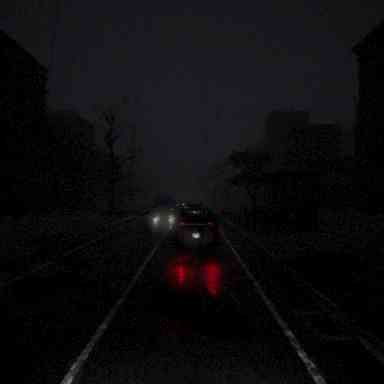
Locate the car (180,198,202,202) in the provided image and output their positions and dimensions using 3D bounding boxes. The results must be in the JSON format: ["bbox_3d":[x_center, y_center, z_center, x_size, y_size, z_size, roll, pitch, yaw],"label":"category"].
[{"bbox_3d":[0.258,1.559,30.509,2.128,1.511,4.902,0,-1,0],"label":"car"}]

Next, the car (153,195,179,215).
[{"bbox_3d":[-2.905,1.338,35.845,2.150,2.045,5.566,0,-1,0],"label":"car"}]

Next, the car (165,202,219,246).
[{"bbox_3d":[0.173,1.437,15.012,2.128,1.511,4.902,0,0,0],"label":"car"}]

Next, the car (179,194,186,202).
[{"bbox_3d":[-2.582,1.589,77.041,2.150,2.045,5.566,0,0,0],"label":"car"}]
